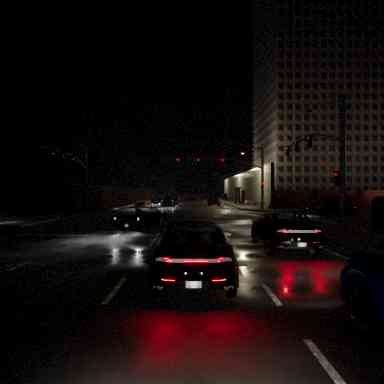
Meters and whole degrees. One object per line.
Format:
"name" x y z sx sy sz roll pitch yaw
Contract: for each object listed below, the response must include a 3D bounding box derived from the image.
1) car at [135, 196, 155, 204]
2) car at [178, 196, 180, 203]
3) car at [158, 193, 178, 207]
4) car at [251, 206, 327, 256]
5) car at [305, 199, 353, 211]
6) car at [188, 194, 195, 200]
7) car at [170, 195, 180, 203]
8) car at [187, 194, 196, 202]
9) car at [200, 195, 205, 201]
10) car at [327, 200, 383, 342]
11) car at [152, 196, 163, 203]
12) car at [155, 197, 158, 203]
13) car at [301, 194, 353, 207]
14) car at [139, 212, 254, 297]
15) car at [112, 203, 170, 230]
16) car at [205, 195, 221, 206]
"car" -7.153 1.478 49.321 1.882 1.535 5.008 0 0 0
"car" -3.638 1.221 61.025 2.150 2.045 5.566 0 0 0
"car" -3.650 1.352 51.436 2.097 1.767 4.553 0 0 0
"car" 3.565 1.492 13.165 2.128 1.511 4.902 0 0 0
"car" 13.623 1.619 32.271 4.181 1.385 1.994 0 0 -1
"car" -0.111 1.328 89.071 1.837 1.490 4.892 0 0 0
"car" -3.589 1.478 71.173 1.882 1.535 5.008 0 0 0
"car" -0.099 1.347 78.818 2.097 1.767 4.553 0 0 0
"car" 3.389 1.500 88.547 1.837 1.490 4.892 0 0 0
"car" 3.596 1.221 3.319 2.150 2.045 5.566 0 0 0
"car" -7.087 1.601 68.806 1.895 1.301 4.718 0 0 0
"car" -7.153 1.478 58.643 1.882 1.535 5.008 0 0 0
"car" 14.606 1.277 35.805 5.566 2.045 2.150 0 0 0
"car" 0.046 1.492 8.547 2.128 1.511 4.902 0 0 0
"car" -3.233 1.625 21.176 1.895 1.301 4.718 0 0 14
"car" 3.518 1.526 54.538 1.812 1.442 4.674 0 0 0
